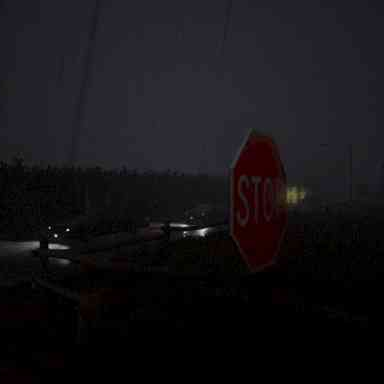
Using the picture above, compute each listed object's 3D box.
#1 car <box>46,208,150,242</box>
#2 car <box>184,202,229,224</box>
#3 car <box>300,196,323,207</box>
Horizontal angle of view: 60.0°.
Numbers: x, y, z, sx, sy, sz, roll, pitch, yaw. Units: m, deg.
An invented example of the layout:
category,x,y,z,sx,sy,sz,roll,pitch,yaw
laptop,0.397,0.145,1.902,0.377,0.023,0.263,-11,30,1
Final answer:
category,x,y,z,sx,sy,sz,roll,pitch,yaw
car,-4.491,1.545,16.898,2.033,1.411,5.357,0,0,35
car,1.328,1.516,25.052,1.812,1.442,4.674,0,0,35
car,16.326,1.280,45.434,2.128,1.511,4.902,0,1,2
